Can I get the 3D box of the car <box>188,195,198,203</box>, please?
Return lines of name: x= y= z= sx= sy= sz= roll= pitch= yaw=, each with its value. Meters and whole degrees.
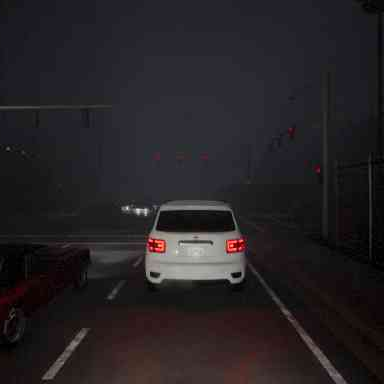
car: x=0.188 y=1.510 z=72.393 sx=2.128 sy=1.511 sz=4.902 roll=0 pitch=0 yaw=0

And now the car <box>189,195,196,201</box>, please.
car: x=0.173 y=1.524 z=86.152 sx=1.812 sy=1.442 sz=4.674 roll=0 pitch=0 yaw=0

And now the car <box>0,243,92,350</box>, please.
car: x=-3.430 y=1.601 z=6.173 sx=1.895 sy=1.301 sz=4.718 roll=0 pitch=0 yaw=1

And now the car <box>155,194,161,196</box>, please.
car: x=-6.959 y=1.525 z=58.242 sx=1.812 sy=1.442 sz=4.674 roll=0 pitch=0 yaw=0

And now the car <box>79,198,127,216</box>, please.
car: x=-8.909 y=1.597 z=32.676 sx=4.181 sy=1.385 sz=1.994 roll=0 pitch=0 yaw=0

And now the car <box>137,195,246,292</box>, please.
car: x=0.090 y=1.221 z=9.097 sx=2.150 sy=2.045 sz=5.566 roll=0 pitch=0 yaw=0

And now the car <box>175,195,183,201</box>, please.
car: x=-3.327 y=1.540 z=86.037 sx=2.033 sy=1.411 sz=5.357 roll=0 pitch=0 yaw=0

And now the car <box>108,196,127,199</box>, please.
car: x=-10.505 y=1.352 z=44.595 sx=2.097 sy=1.767 sz=4.553 roll=0 pitch=0 yaw=0

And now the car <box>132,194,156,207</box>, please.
car: x=-6.989 y=1.491 z=48.983 sx=2.128 sy=1.511 sz=4.902 roll=0 pitch=0 yaw=0

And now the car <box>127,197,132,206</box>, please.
car: x=-10.483 y=1.491 z=53.748 sx=2.128 sy=1.511 sz=4.902 roll=0 pitch=0 yaw=0

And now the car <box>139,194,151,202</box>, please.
car: x=-10.353 y=1.354 z=73.188 sx=2.097 sy=1.767 sz=4.553 roll=0 pitch=0 yaw=0

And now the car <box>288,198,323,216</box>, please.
car: x=11.805 y=1.408 z=32.677 sx=4.553 sy=1.767 sz=2.097 roll=0 pitch=0 yaw=0

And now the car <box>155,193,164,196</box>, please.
car: x=-6.862 y=1.221 z=68.956 sx=2.150 sy=2.045 sz=5.566 roll=0 pitch=0 yaw=0

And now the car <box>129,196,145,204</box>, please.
car: x=-10.424 y=1.491 z=63.140 sx=2.128 sy=1.511 sz=4.902 roll=0 pitch=0 yaw=1
